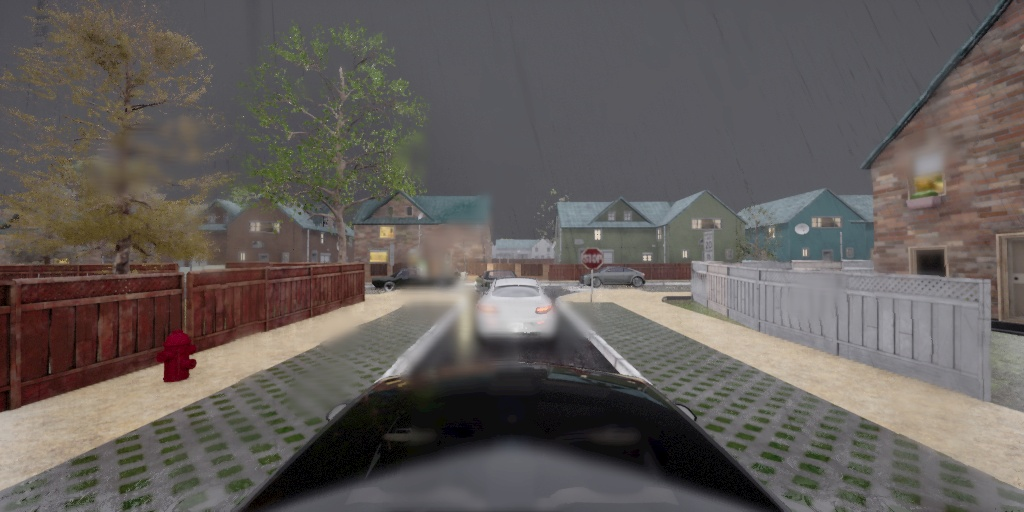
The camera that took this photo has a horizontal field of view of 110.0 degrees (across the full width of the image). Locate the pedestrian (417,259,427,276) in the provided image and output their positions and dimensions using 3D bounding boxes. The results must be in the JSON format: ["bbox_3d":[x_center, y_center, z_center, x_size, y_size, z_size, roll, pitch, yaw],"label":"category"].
[{"bbox_3d":[-6.683,1.118,26.736,0.375,1.860,0.375,0,-1,1],"label":"pedestrian"}]

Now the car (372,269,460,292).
[{"bbox_3d":[-5.469,1.416,20.849,4.718,1.301,1.895,-1,-1,1],"label":"car"}]

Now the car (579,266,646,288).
[{"bbox_3d":[6.554,1.344,23.631,4.181,1.385,1.994,0,-1,1],"label":"car"}]

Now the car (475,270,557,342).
[{"bbox_3d":[0.109,1.279,9.642,1.812,1.442,4.674,0,0,0],"label":"car"}]

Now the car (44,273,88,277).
[{"bbox_3d":[-25.593,1.632,21.133,4.718,1.301,1.895,-1,-1,1],"label":"car"}]

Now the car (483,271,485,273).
[{"bbox_3d":[-0.745,1.366,18.461,1.895,1.301,4.718,0,-1,-12],"label":"car"}]
